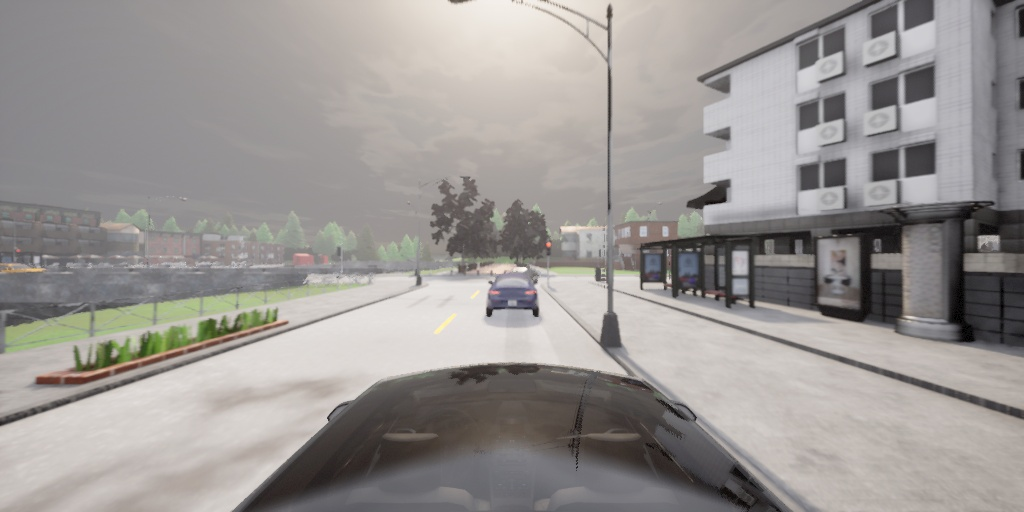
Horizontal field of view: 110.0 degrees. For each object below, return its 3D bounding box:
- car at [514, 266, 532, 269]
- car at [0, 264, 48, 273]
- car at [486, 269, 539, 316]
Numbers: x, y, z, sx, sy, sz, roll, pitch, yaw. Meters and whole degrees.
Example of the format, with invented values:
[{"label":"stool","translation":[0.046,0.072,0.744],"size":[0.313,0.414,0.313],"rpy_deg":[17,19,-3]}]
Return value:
[{"label":"car","translation":[0.951,1.526,29.420],"size":[1.994,1.385,4.181],"rpy_deg":[0,0,14]},{"label":"car","translation":[-46.856,1.473,33.820],"size":[5.008,1.535,1.882],"rpy_deg":[0,0,0]},{"label":"car","translation":[0.033,1.368,13.692],"size":[1.812,1.442,4.674],"rpy_deg":[0,-1,0]}]
